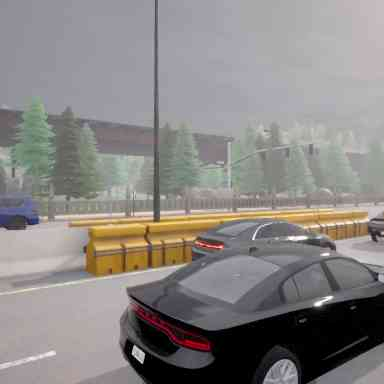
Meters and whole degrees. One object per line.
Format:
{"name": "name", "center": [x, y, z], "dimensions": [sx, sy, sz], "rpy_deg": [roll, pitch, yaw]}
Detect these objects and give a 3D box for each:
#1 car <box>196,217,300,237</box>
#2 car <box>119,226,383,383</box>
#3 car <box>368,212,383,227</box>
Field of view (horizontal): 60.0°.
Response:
{"name": "car", "center": [2.242, 1.505, 9.650], "dimensions": [4.892, 1.490, 1.837], "rpy_deg": [0, 0, -35]}
{"name": "car", "center": [1.474, 1.478, 4.798], "dimensions": [5.008, 1.535, 1.882], "rpy_deg": [0, 0, -36]}
{"name": "car", "center": [9.909, 1.491, 15.124], "dimensions": [4.902, 1.511, 2.128], "rpy_deg": [0, 0, -36]}
